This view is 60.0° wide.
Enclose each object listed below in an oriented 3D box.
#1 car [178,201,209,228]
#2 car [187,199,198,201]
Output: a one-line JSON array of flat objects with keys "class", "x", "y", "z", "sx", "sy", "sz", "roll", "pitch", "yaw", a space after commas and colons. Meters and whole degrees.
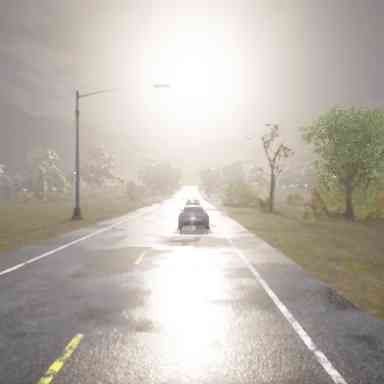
[{"class": "car", "x": 0.104, "y": 1.558, "z": 22.004, "sx": 1.994, "sy": 1.385, "sz": 4.181, "roll": 0, "pitch": 0, "yaw": 0}, {"class": "car", "x": 0.104, "y": 1.530, "z": 40.282, "sx": 2.033, "sy": 1.411, "sz": 5.357, "roll": 0, "pitch": 0, "yaw": 0}]
